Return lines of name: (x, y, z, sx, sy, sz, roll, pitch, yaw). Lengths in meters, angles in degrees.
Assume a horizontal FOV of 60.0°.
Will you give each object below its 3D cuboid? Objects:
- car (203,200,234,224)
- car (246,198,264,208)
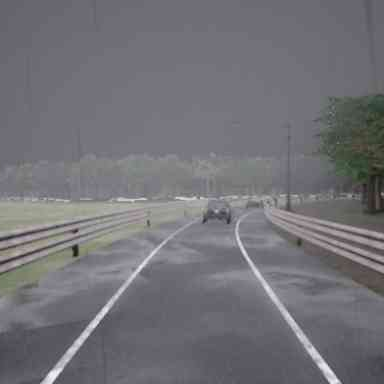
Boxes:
car: (2.175, 1.428, 26.156, 2.097, 1.767, 4.553, 1, 0, 11)
car: (9.151, 1.538, 48.346, 1.812, 1.442, 4.674, 0, 0, 24)
